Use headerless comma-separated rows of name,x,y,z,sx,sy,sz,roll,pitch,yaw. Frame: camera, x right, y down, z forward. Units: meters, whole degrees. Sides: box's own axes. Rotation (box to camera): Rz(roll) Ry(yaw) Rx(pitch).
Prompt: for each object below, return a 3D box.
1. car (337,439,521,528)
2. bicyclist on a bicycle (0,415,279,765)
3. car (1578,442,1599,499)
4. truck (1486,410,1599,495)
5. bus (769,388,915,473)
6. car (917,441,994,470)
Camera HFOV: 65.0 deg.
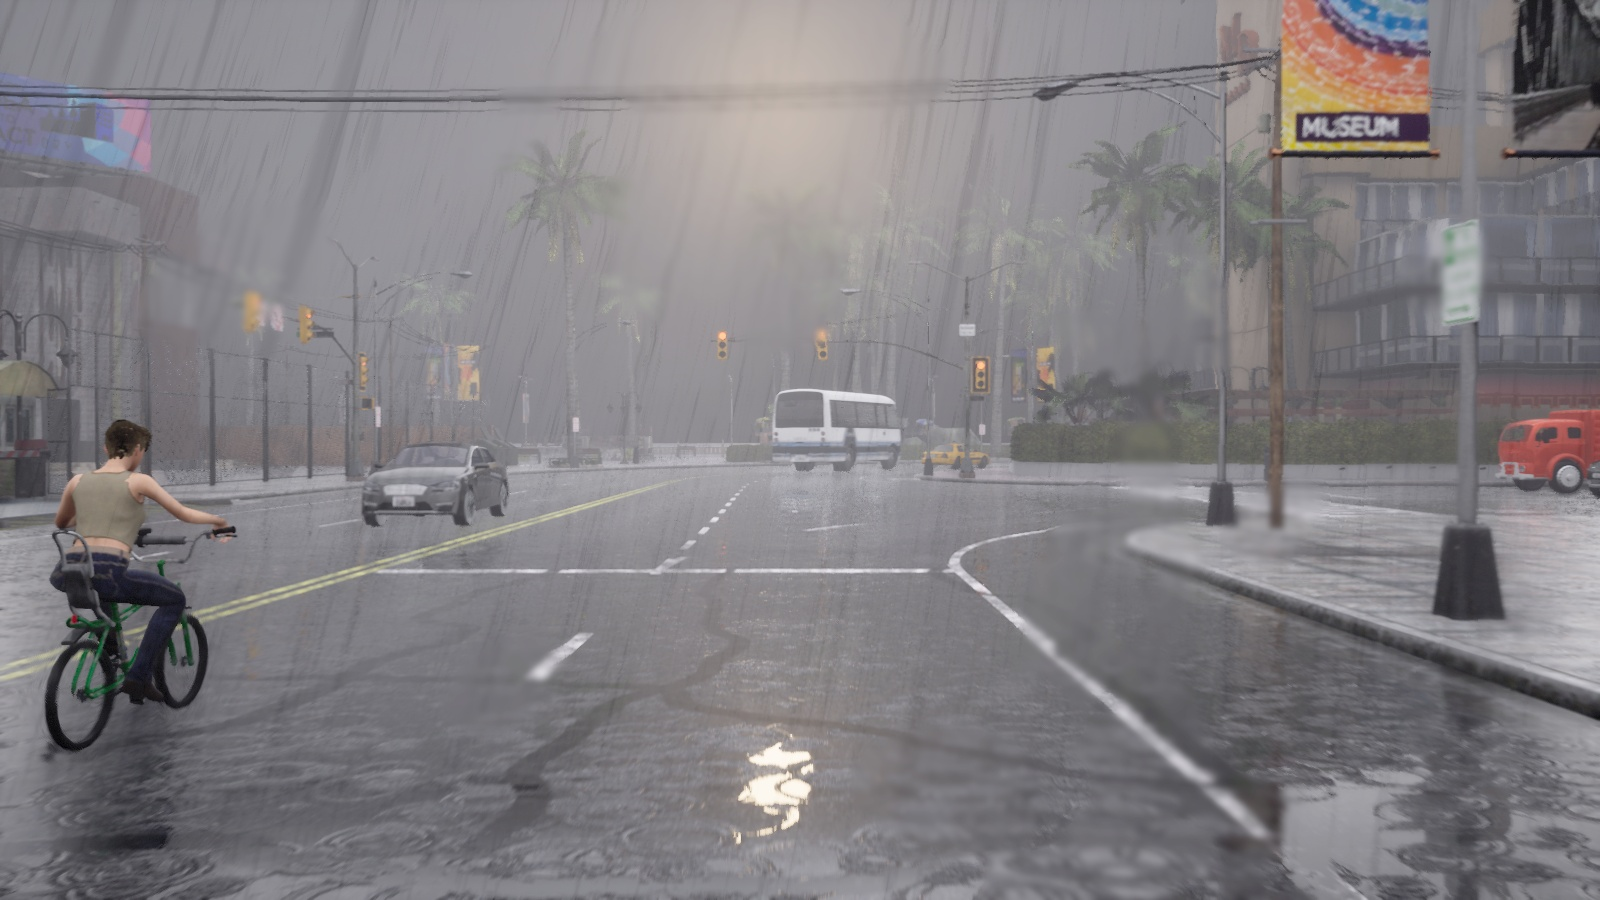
car,-6.855,0.563,23.843,2.128,1.511,4.902,0,0,-1
bicyclist on a bicycle,-3.470,0.643,6.544,0.866,1.612,1.509,0,0,1
car,23.560,0.552,34.159,3.705,1.549,1.789,0,0,0
truck,23.899,0.068,37.650,5.204,2.467,2.627,0,0,0
bus,2.500,-1.014,68.580,3.944,4.253,10.273,0,0,27
car,8.891,0.290,71.498,1.801,1.575,5.366,0,0,38
